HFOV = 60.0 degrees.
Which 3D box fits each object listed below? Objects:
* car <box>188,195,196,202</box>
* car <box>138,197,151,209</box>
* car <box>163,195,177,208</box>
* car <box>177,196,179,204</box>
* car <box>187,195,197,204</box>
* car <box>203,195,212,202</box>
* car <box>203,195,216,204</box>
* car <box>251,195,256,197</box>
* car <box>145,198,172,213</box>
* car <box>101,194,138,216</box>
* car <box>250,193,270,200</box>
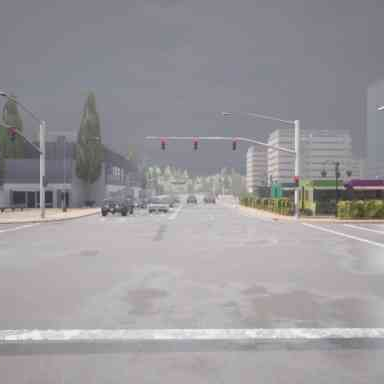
[{"bbox_3d":[-0.016,1.372,73.936,1.837,1.490,4.892,0,0,0],"label":"car"},{"bbox_3d":[-7.109,1.492,44.071,2.128,1.511,4.902,0,0,0],"label":"car"},{"bbox_3d":[-3.608,1.505,47.746,1.837,1.490,4.892,0,0,0],"label":"car"},{"bbox_3d":[-3.549,1.351,64.580,2.097,1.767,4.553,0,0,0],"label":"car"},{"bbox_3d":[-0.014,1.491,63.662,2.128,1.511,4.902,0,0,0],"label":"car"},{"bbox_3d":[3.484,1.397,73.938,1.812,1.442,4.674,0,0,0],"label":"car"},{"bbox_3d":[3.486,1.491,63.663,2.128,1.511,4.902,0,0,0],"label":"car"},{"bbox_3d":[17.770,1.156,83.939,3.866,1.878,1.905,0,0,-2],"label":"car"},{"bbox_3d":[-3.609,1.601,36.785,1.895,1.301,4.718,0,0,0],"label":"car"},{"bbox_3d":[-7.121,1.221,32.443,2.150,2.045,5.566,0,0,1],"label":"car"},{"bbox_3d":[17.750,1.153,86.834,4.605,1.855,1.932,0,0,-2],"label":"car"}]
